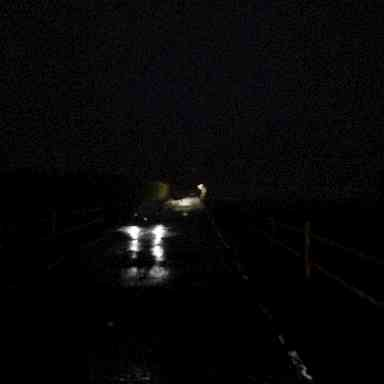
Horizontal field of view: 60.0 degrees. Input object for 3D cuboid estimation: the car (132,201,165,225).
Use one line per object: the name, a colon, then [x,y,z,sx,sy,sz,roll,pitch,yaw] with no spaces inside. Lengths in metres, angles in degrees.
car: [-2.849,1.362,22.689,1.812,1.442,4.674,0,0,0]

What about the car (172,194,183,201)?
car: [-2.762,1.061,64.024,2.033,1.411,5.357,0,0,0]
